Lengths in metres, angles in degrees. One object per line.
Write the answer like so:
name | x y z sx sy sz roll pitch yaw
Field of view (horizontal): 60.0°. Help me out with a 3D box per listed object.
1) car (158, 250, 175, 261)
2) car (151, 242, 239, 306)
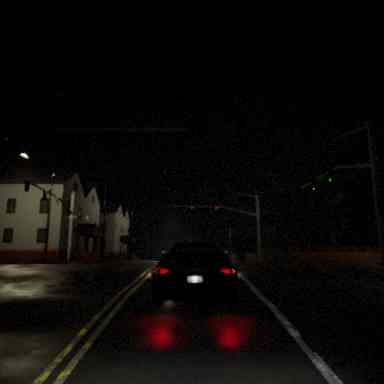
car | -3.576 9.172 47.754 2.128 1.511 4.902 0 -11 0
car | 0.074 2.036 8.981 1.994 1.385 4.181 0 -7 0
